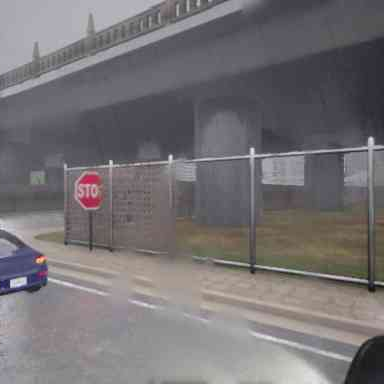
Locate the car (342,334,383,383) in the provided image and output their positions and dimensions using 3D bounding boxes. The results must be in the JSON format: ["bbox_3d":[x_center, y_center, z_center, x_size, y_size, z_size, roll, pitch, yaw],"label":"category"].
[{"bbox_3d":[3.004,1.558,1.799,4.181,1.385,1.994,0,0,36],"label":"car"}]

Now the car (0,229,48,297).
[{"bbox_3d":[-5.152,1.551,7.637,4.674,1.442,1.812,0,0,36],"label":"car"}]
